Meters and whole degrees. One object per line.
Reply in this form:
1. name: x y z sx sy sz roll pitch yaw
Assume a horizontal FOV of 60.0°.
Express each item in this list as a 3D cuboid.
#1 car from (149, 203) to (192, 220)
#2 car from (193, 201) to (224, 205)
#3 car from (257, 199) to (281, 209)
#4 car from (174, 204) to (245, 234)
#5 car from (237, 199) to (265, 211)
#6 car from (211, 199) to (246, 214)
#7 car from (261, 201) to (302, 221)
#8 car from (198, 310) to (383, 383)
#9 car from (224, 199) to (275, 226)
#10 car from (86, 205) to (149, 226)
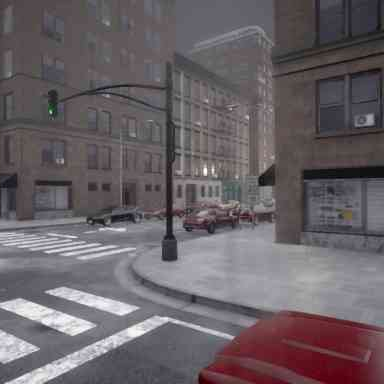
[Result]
1. car: -2.190 1.602 28.094 1.802 1.307 4.206 0 0 36
2. car: 1.026 1.563 32.579 1.887 1.381 4.507 0 0 36
3. car: 10.673 1.599 46.031 1.802 1.307 4.206 0 0 36
4. car: 1.116 1.554 18.934 1.802 1.307 4.206 0 0 36
5. car: 7.458 1.598 41.547 1.802 1.307 4.206 0 0 36
6. car: 4.142 1.542 36.925 1.752 1.417 4.829 0 0 36
7. car: 7.648 1.494 28.042 1.752 1.417 4.829 0 0 36
8. car: 2.294 1.601 2.052 4.718 1.301 1.895 0 0 36
9. car: 4.332 1.411 23.419 1.967 1.590 4.097 0 0 36
10. car: -5.406 1.588 23.610 1.947 1.339 4.313 0 0 36
